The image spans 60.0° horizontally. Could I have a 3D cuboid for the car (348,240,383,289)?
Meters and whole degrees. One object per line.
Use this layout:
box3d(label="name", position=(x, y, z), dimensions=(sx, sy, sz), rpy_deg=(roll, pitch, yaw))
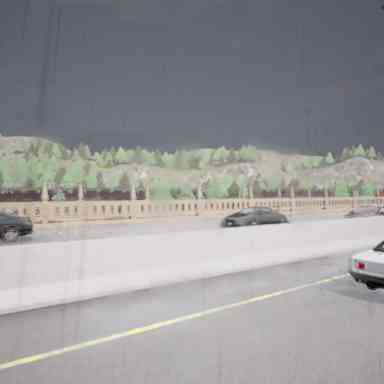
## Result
box3d(label="car", position=(5.818, 1.605, 7.905), dimensions=(4.718, 1.301, 1.895), rpy_deg=(0, 0, -36))

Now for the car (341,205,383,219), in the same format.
box3d(label="car", position=(11.009, 1.535, 20.426), dimensions=(4.674, 1.442, 1.812), rpy_deg=(0, 0, -36))

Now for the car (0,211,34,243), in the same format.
box3d(label="car", position=(-9.444, 1.527, 14.435), dimensions=(4.674, 1.442, 1.812), rpy_deg=(0, 0, -36))

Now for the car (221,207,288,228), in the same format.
box3d(label="car", position=(3.722, 1.571, 19.540), dimensions=(4.181, 1.385, 1.994), rpy_deg=(0, 0, -35))
